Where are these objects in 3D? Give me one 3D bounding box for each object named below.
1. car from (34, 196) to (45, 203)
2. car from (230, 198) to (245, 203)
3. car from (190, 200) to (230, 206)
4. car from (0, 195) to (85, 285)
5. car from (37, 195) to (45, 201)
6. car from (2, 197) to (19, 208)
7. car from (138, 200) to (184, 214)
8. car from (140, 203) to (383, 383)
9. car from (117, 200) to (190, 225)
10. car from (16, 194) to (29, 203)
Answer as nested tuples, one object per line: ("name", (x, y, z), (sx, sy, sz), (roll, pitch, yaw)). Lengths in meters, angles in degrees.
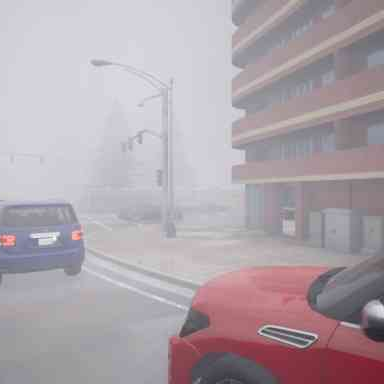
("car", (-33.326, 1.539, 72.936), (2.033, 1.411, 5.357), (0, 0, -23))
("car", (5.158, 1.533, 39.694), (5.008, 1.535, 1.882), (0, 0, -23))
("car", (1.101, 1.656, 34.202), (4.718, 1.301, 1.895), (0, 0, -23))
("car", (-4.908, 1.221, 9.748), (2.150, 2.045, 5.566), (0, 0, -36))
("car", (-37.369, 1.477, 82.403), (1.882, 1.535, 5.008), (0, 0, -23))
("car", (-27.307, 1.525, 50.190), (1.812, 1.442, 4.674), (0, 0, -23))
("car", (-3.360, 1.581, 36.109), (4.674, 1.442, 1.812), (0, 0, -23))
("car", (2.408, 1.221, 2.408), (5.566, 2.045, 2.150), (0, 0, 36))
("car", (-3.025, 1.549, 24.673), (4.902, 1.511, 2.128), (0, 0, -23))
("car", (-37.190, 1.355, 73.073), (2.097, 1.767, 4.553), (0, 0, -23))
